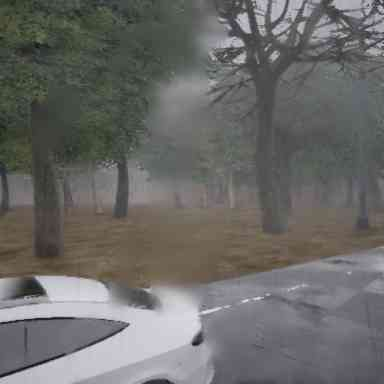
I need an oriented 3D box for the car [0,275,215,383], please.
[{"bbox_3d":[-1.921,1.529,2.656,4.674,1.442,1.812,0,0,-36],"label":"car"}]
